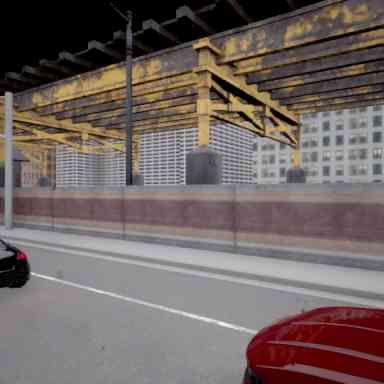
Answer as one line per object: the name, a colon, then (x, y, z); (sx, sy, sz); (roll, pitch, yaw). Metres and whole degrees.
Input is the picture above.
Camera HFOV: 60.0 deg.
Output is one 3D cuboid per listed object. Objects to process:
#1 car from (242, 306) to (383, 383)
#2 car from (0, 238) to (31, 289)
car: (2.728, 1.478, 2.051); (5.008, 1.535, 1.882); (0, 0, 35)
car: (-5.765, 1.564, 8.027); (4.181, 1.385, 1.994); (0, 0, 36)
